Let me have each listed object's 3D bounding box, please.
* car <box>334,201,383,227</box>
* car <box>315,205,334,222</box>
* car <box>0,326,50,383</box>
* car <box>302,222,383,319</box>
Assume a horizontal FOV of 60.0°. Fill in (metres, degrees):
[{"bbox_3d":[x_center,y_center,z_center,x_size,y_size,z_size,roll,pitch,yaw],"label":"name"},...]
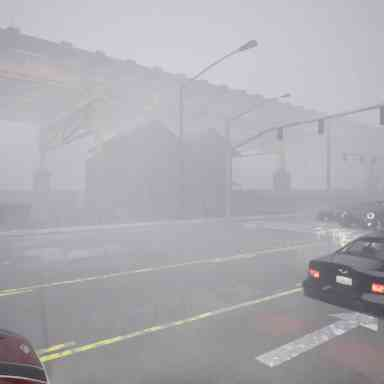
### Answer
[{"bbox_3d":[11.183,1.352,20.577,4.553,1.767,2.097,0,0,-36],"label":"car"},{"bbox_3d":[11.644,1.547,25.206,5.357,1.411,2.033,0,0,-36],"label":"car"},{"bbox_3d":[-3.048,1.352,1.573,4.553,1.767,2.097,0,0,-36],"label":"car"},{"bbox_3d":[4.631,1.547,7.092,5.357,1.411,2.033,0,0,-35],"label":"car"}]
